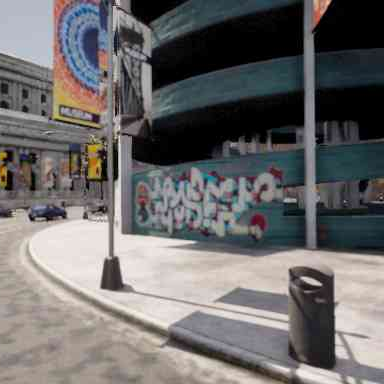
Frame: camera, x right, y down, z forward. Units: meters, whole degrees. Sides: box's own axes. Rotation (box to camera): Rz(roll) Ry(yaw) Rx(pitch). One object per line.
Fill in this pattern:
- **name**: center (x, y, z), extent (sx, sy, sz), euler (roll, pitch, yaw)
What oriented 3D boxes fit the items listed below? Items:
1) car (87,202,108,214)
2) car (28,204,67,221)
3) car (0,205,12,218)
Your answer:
- **car**: center (-10.665, 1.983, 41.608), extent (2.033, 1.411, 5.357), euler (-1, -1, 26)
- **car**: center (-13.525, 1.898, 31.295), extent (1.812, 1.442, 4.674), euler (-1, 0, 6)
- **car**: center (-20.411, 2.015, 33.850), extent (1.994, 1.385, 4.181), euler (-1, 0, 10)
